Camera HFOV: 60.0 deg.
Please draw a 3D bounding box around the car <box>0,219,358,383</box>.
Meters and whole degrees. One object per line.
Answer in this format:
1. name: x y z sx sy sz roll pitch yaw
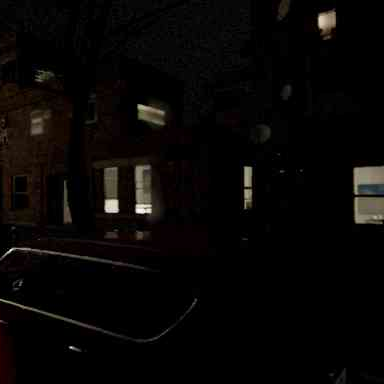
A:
1. car: -0.966 1.329 3.579 5.009 1.841 2.192 0 -1 35
